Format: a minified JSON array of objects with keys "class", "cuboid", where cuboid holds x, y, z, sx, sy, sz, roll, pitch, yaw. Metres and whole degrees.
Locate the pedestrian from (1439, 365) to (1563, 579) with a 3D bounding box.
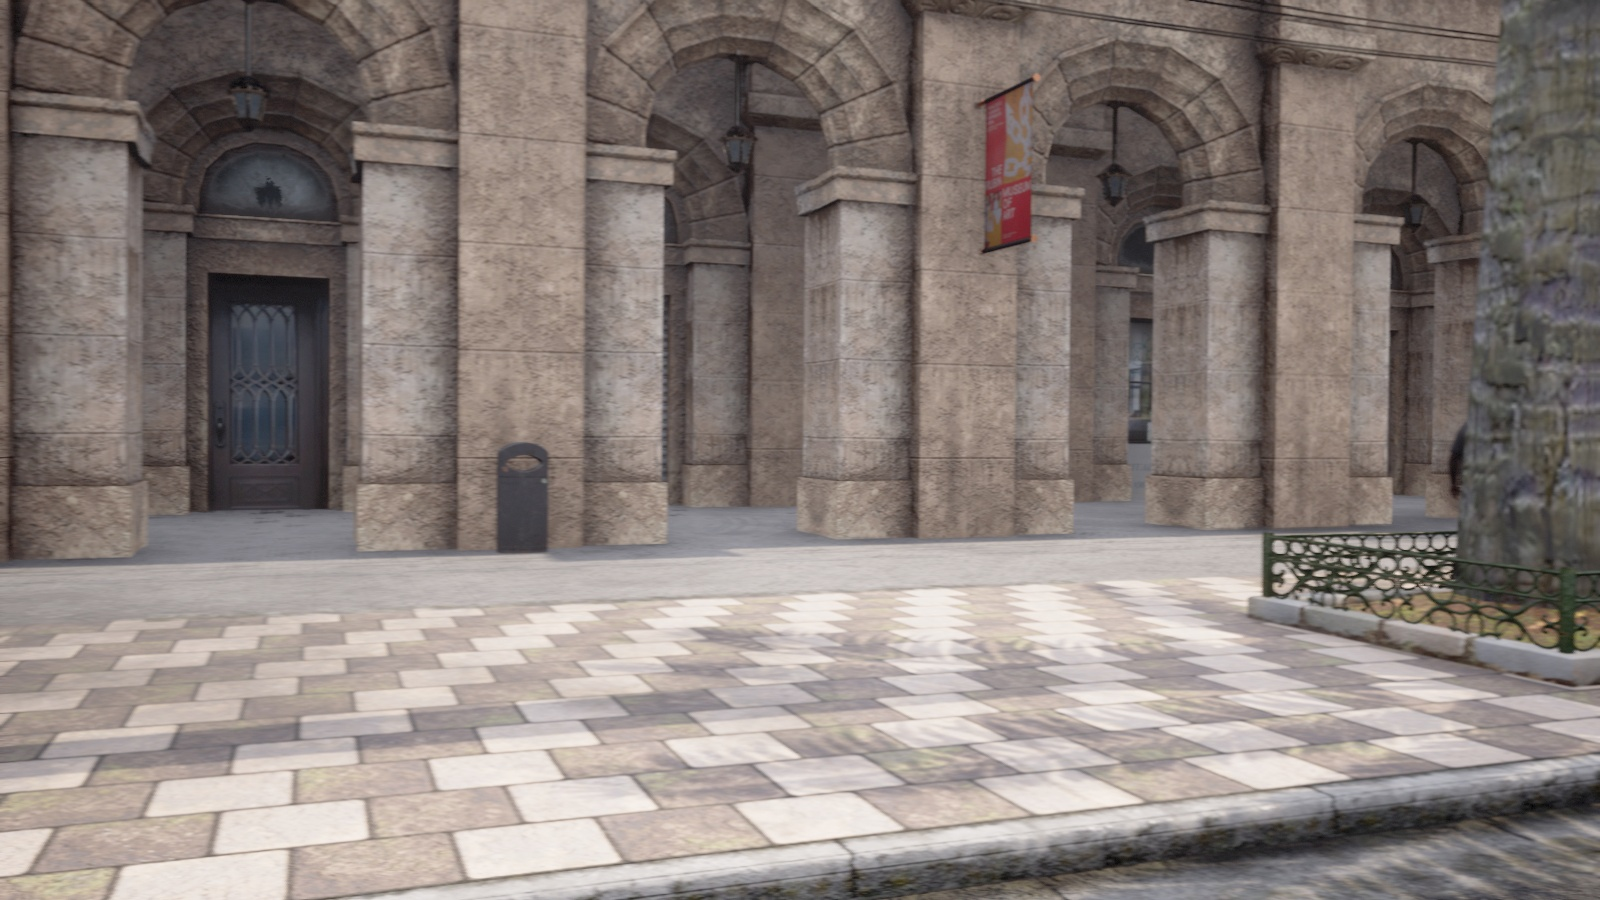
[{"class":"pedestrian","cuboid":[6.378,0.183,11.432,0.849,1.883,0.563,-1,1,-21]}]
